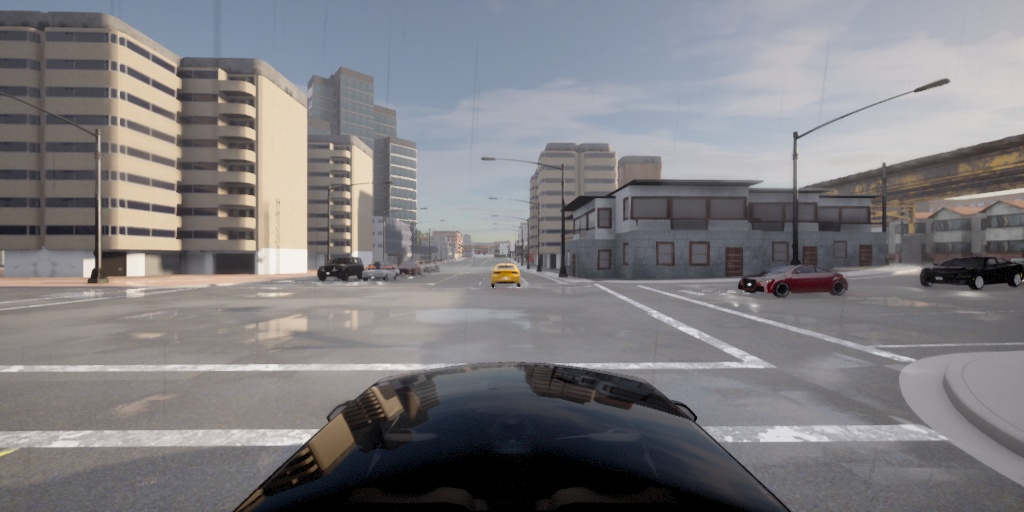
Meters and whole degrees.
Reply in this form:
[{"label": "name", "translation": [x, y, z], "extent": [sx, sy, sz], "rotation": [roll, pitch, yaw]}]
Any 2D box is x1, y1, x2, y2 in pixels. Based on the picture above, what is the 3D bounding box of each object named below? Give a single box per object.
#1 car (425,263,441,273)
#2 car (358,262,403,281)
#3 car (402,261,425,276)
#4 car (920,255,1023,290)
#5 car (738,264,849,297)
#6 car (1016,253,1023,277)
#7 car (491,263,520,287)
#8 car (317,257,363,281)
[{"label": "car", "translation": [-12.166, 1.840, 54.365], "extent": [1.812, 1.442, 4.674], "rotation": [0, -1, -2]}, {"label": "car", "translation": [-11.387, 1.464, 31.341], "extent": [1.895, 1.301, 4.718], "rotation": [0, -1, -2]}, {"label": "car", "translation": [-11.716, 1.359, 40.495], "extent": [2.097, 1.767, 4.553], "rotation": [0, -1, -2]}, {"label": "car", "translation": [22.951, 0.759, 17.944], "extent": [5.008, 1.535, 1.882], "rotation": [-1, 0, -16]}, {"label": "car", "translation": [12.803, 1.078, 16.474], "extent": [4.181, 1.385, 1.994], "rotation": [-1, 0, -4]}, {"label": "car", "translation": [33.836, 0.552, 22.562], "extent": [5.357, 1.411, 2.033], "rotation": [-1, 1, -31]}, {"label": "car", "translation": [-0.475, 1.273, 25.360], "extent": [1.882, 1.535, 5.008], "rotation": [0, 0, -2]}, {"label": "car", "translation": [-14.899, 1.089, 31.605], "extent": [2.150, 2.045, 5.566], "rotation": [0, -1, -2]}]
